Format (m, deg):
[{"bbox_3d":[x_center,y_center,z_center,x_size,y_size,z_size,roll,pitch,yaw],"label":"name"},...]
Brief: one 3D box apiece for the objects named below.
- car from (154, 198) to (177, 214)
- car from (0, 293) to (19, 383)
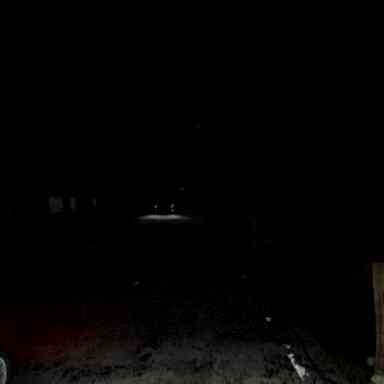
[{"bbox_3d":[-2.767,1.400,35.267,2.097,1.767,4.553,0,0,0],"label":"car"},{"bbox_3d":[-2.849,1.525,1.973,1.812,1.442,4.674,0,0,0],"label":"car"}]
